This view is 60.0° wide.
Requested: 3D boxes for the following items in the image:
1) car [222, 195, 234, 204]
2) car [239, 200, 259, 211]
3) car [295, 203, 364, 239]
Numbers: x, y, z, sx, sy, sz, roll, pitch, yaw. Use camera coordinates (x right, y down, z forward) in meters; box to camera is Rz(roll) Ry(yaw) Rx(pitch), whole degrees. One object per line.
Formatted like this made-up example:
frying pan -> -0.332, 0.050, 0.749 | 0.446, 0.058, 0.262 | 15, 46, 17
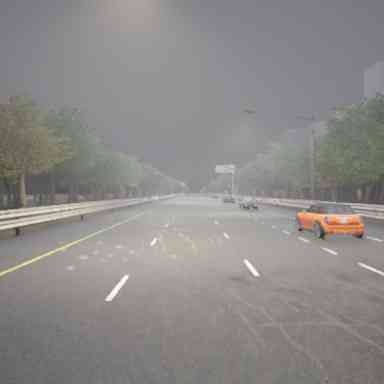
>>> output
car -> 7.274, 1.434, 67.524 | 2.097, 1.767, 4.553 | 0, 0, 0
car -> 7.114, 1.646, 42.329 | 1.895, 1.301, 4.718 | 0, 0, 0
car -> 7.023, 1.365, 17.519 | 2.097, 1.767, 4.553 | 0, 0, 0
